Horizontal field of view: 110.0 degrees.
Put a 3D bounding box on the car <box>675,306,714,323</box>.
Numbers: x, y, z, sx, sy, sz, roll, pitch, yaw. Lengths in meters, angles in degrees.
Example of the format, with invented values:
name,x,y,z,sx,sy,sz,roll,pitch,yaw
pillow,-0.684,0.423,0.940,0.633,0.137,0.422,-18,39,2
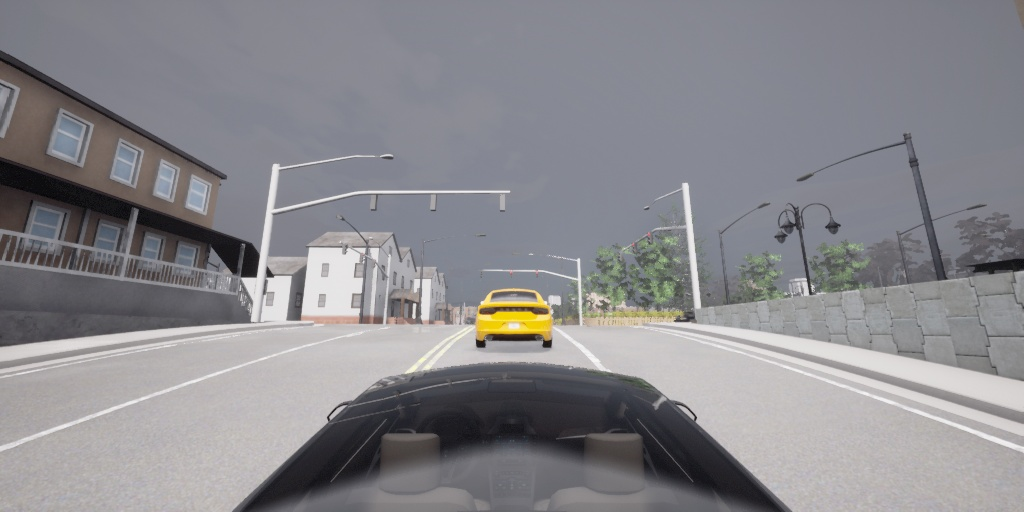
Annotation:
name,x,y,z,sx,sy,sz,roll,pitch,yaw
car,15.366,4.507,26.784,5.008,1.535,1.882,0,-12,1

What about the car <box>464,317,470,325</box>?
name,x,y,z,sx,sy,sz,roll,pitch,yaw
car,-3.834,7.106,39.002,1.994,1.385,4.181,-1,-11,4

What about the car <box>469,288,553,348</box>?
name,x,y,z,sx,sy,sz,roll,pitch,yaw
car,0.055,1.719,10.538,1.882,1.535,5.008,0,-7,0
